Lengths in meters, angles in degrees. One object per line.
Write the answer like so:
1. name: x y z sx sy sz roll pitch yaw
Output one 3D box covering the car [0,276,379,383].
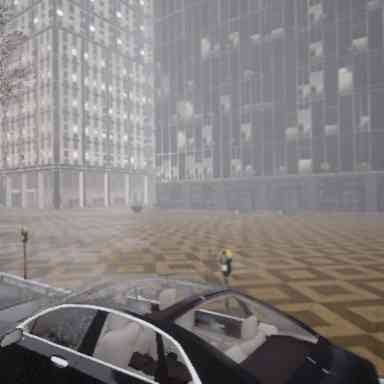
1. car: -0.590 1.560 3.307 4.403 1.369 2.008 0 -1 35
